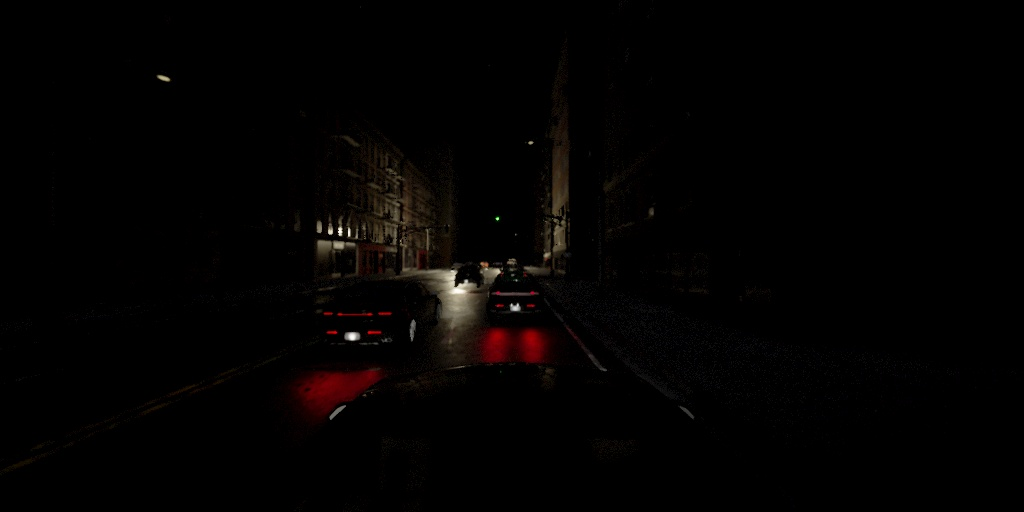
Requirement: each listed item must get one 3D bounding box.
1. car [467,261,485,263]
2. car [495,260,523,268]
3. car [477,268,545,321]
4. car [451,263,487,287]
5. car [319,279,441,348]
[{"bbox_3d":[-6.523,1.870,64.970,1.882,1.535,5.008,0,-1,1],"label":"car"},{"bbox_3d":[0.103,1.360,26.491,2.097,1.767,4.553,0,-1,0],"label":"car"},{"bbox_3d":[0.102,1.360,13.031,2.128,1.511,4.902,0,-1,0],"label":"car"},{"bbox_3d":[-3.148,1.518,27.032,1.837,1.490,4.892,0,-1,0],"label":"car"},{"bbox_3d":[-3.149,1.339,9.490,1.837,1.490,4.892,0,0,0],"label":"car"}]
